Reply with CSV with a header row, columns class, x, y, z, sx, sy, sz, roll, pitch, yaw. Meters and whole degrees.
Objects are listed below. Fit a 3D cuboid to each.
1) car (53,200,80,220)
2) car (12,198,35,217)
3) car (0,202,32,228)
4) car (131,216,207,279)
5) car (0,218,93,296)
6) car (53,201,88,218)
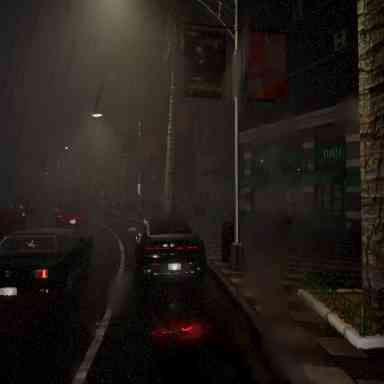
class,x,y,z,sx,sy,sz,roll,pitch,yaw
car,-10.999,1.515,28.897,1.812,1.442,4.674,0,0,-25
car,-15.951,1.339,31.164,2.097,1.767,4.553,0,0,-25
car,-9.212,1.470,15.882,1.882,1.535,5.008,0,0,-18
car,-0.838,1.502,10.176,1.837,1.490,4.892,0,0,-10
car,-3.765,1.598,8.504,1.895,1.301,4.718,0,0,-8
car,-7.665,1.518,21.089,1.812,1.442,4.674,0,0,-22
